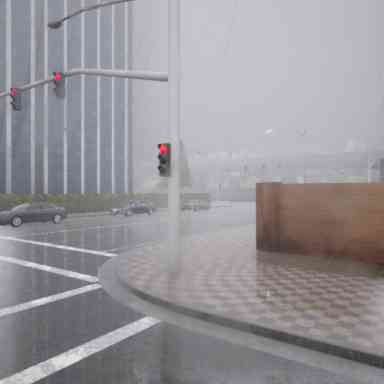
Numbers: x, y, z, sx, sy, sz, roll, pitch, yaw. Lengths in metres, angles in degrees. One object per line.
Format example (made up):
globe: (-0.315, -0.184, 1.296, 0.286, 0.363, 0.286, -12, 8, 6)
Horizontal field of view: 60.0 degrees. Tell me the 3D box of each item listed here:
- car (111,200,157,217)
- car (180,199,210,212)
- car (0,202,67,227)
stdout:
car: (-5.357, 1.485, 30.992, 2.128, 1.511, 4.902, 0, 0, 35)
car: (0.415, 1.558, 39.099, 1.994, 1.385, 4.181, 0, 0, 35)
car: (-11.062, 1.499, 22.959, 1.837, 1.490, 4.892, 0, 0, 35)
